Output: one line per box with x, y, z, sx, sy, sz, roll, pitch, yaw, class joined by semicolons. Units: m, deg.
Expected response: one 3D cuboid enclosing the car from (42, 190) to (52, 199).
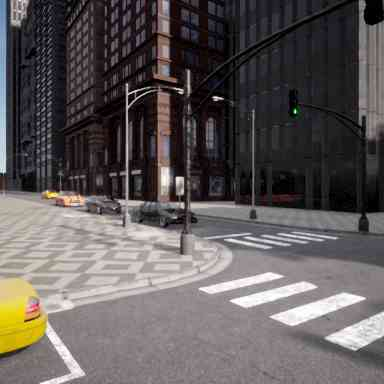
-24.392;0.423;57.049;1.882;1.535;5.008;0;1;-36;car

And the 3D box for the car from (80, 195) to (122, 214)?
-7.578;1.013;28.219;1.837;1.490;4.892;0;1;-36;car

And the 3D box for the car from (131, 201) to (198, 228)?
-1.863;1.237;20.275;2.033;1.411;5.357;0;1;-36;car

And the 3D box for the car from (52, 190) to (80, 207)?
-13.428;0.681;36.355;2.097;1.767;4.553;0;1;-35;car

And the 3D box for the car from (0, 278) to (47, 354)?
-4.251;1.525;3.617;4.829;1.417;1.752;0;0;-35;car
